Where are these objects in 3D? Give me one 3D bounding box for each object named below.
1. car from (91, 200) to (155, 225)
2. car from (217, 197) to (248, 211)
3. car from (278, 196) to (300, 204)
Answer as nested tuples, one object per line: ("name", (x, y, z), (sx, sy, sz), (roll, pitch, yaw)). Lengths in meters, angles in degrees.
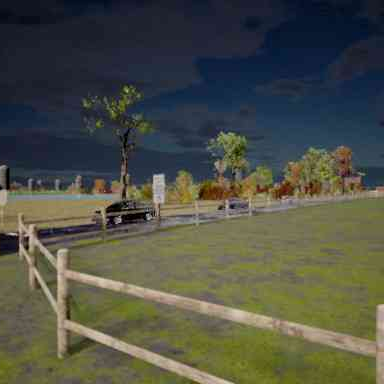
("car", (-4.597, 1.359, 22.773), (1.837, 1.490, 4.892), (-2, 0, 35))
("car", (4.370, 1.263, 35.491), (1.994, 1.385, 4.181), (-2, 0, 35))
("car", (14.482, 1.186, 49.679), (1.895, 1.301, 4.718), (-2, 0, 35))
